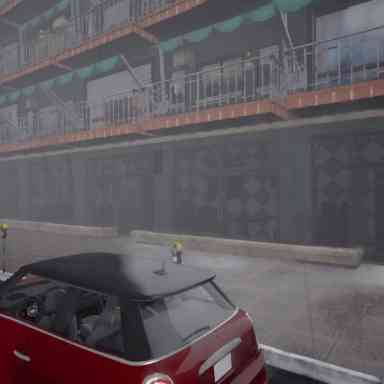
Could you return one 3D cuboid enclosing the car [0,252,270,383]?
[{"bbox_3d":[-1.331,1.440,3.817,4.097,1.590,1.967,0,0,35],"label":"car"}]
